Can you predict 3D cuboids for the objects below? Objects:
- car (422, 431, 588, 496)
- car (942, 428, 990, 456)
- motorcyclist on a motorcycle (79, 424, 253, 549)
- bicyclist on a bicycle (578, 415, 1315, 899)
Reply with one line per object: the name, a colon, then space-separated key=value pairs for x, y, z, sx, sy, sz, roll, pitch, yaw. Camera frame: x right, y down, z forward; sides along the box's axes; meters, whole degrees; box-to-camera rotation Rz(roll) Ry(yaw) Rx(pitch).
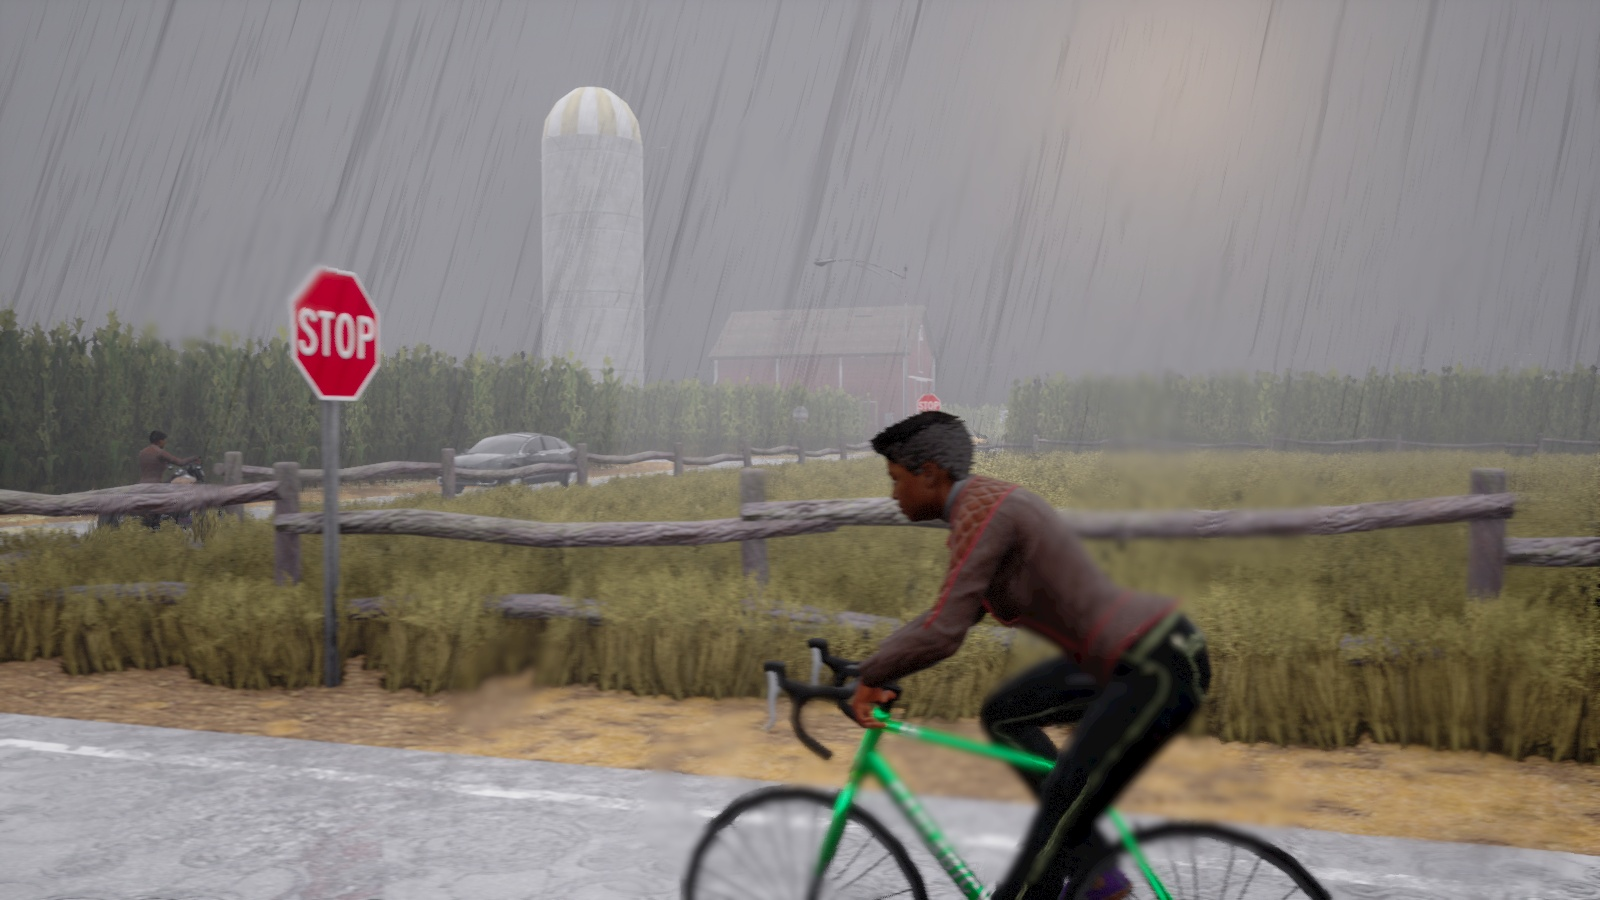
car: x=-7.407 y=0.276 z=32.131 sx=1.837 sy=1.490 sz=4.892 roll=1 pitch=1 yaw=19
car: x=9.778 y=-0.473 z=73.671 sx=1.801 sy=1.575 sz=5.366 roll=1 pitch=0 yaw=19
motorcyclist on a motorcycle: x=-8.919 y=0.463 z=17.805 sx=0.766 sy=1.649 sz=2.350 roll=1 pitch=1 yaw=18
bicyclist on a bicycle: x=0.340 y=0.732 z=3.069 sx=1.656 sy=1.620 sz=0.582 roll=0 pitch=1 yaw=18
